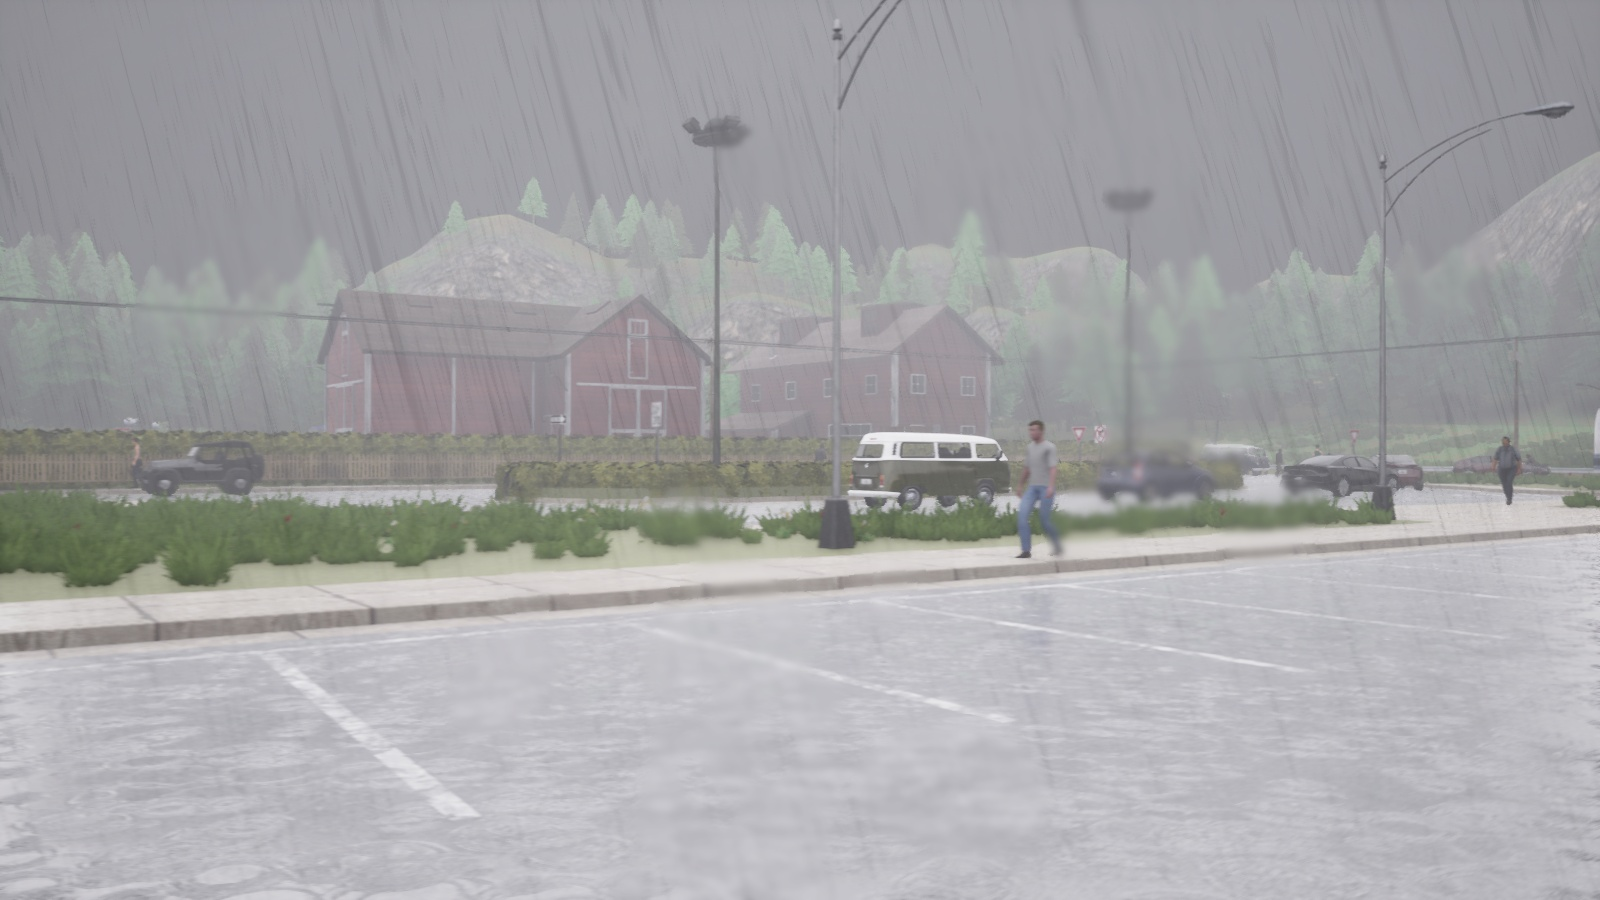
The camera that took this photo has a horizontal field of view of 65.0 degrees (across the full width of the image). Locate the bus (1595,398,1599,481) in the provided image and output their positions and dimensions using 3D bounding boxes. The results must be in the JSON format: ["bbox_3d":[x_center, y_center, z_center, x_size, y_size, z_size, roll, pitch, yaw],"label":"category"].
[{"bbox_3d":[45.061,-0.577,60.857,3.944,4.253,10.273,0,-1,-34],"label":"bus"}]

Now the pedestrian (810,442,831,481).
[{"bbox_3d":[0.992,0.550,61.776,0.849,1.883,0.563,0,0,-36],"label":"pedestrian"}]

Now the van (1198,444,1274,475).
[{"bbox_3d":[29.285,0.609,84.383,2.069,2.038,4.480,0,0,-34],"label":"van"}]

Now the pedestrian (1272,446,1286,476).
[{"bbox_3d":[28.809,0.655,75.515,0.431,1.840,0.703,0,0,-29],"label":"pedestrian"}]

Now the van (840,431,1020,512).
[{"bbox_3d":[3.491,0.543,33.525,4.480,2.038,2.069,0,0,-33],"label":"van"}]

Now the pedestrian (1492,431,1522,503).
[{"bbox_3d":[18.350,0.442,32.587,0.540,1.848,0.694,0,0,43],"label":"pedestrian"}]

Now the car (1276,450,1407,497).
[{"bbox_3d":[19.103,0.791,44.222,5.008,1.535,1.882,0,0,-35],"label":"car"}]

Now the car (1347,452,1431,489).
[{"bbox_3d":[24.760,0.822,52.976,2.163,1.488,4.792,0,0,12],"label":"car"}]

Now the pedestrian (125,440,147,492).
[{"bbox_3d":[-23.456,0.559,44.372,0.594,1.836,0.345,0,0,-9],"label":"pedestrian"}]

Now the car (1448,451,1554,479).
[{"bbox_3d":[38.918,0.834,69.773,4.792,1.488,2.163,0,0,42],"label":"car"}]

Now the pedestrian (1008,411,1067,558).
[{"bbox_3d":[3.030,0.433,16.016,0.706,1.836,0.354,0,0,-36],"label":"pedestrian"}]

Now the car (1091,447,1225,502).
[{"bbox_3d":[11.044,0.715,38.678,3.988,1.617,1.851,0,0,-34],"label":"car"}]

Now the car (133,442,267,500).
[{"bbox_3d":[-20.307,0.688,42.548,3.866,1.878,1.905,0,0,-34],"label":"car"}]
